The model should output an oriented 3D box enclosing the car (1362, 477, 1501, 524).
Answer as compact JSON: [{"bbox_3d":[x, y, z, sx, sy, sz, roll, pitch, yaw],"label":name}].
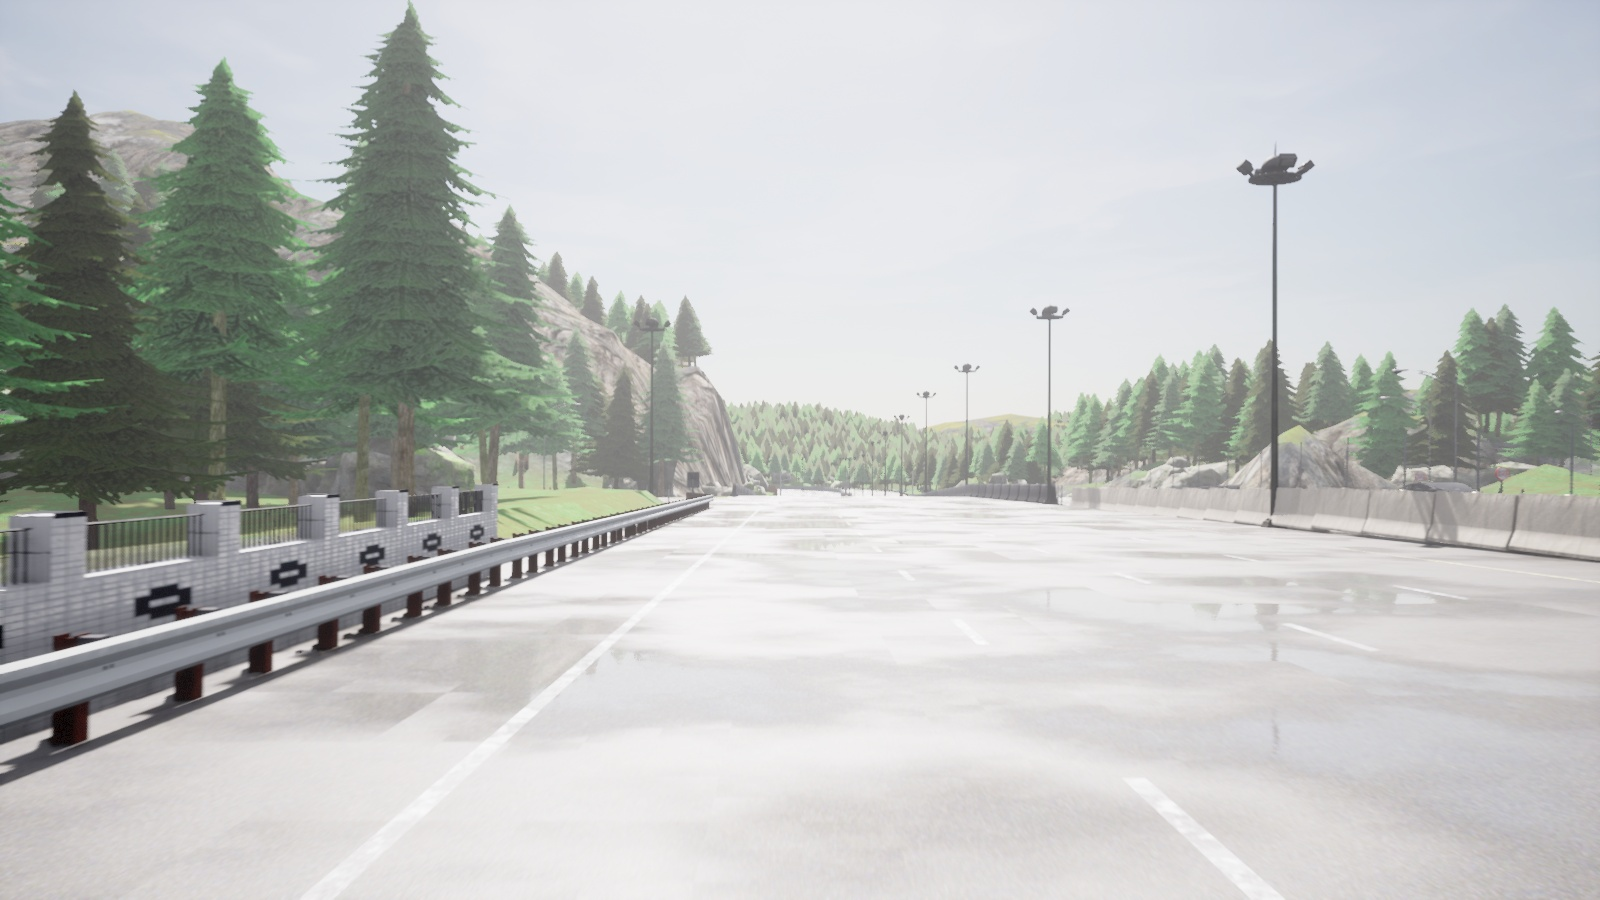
[{"bbox_3d":[20.898,1.634,41.812,2.163,1.488,4.792,0,-1,0],"label":"car"}]
